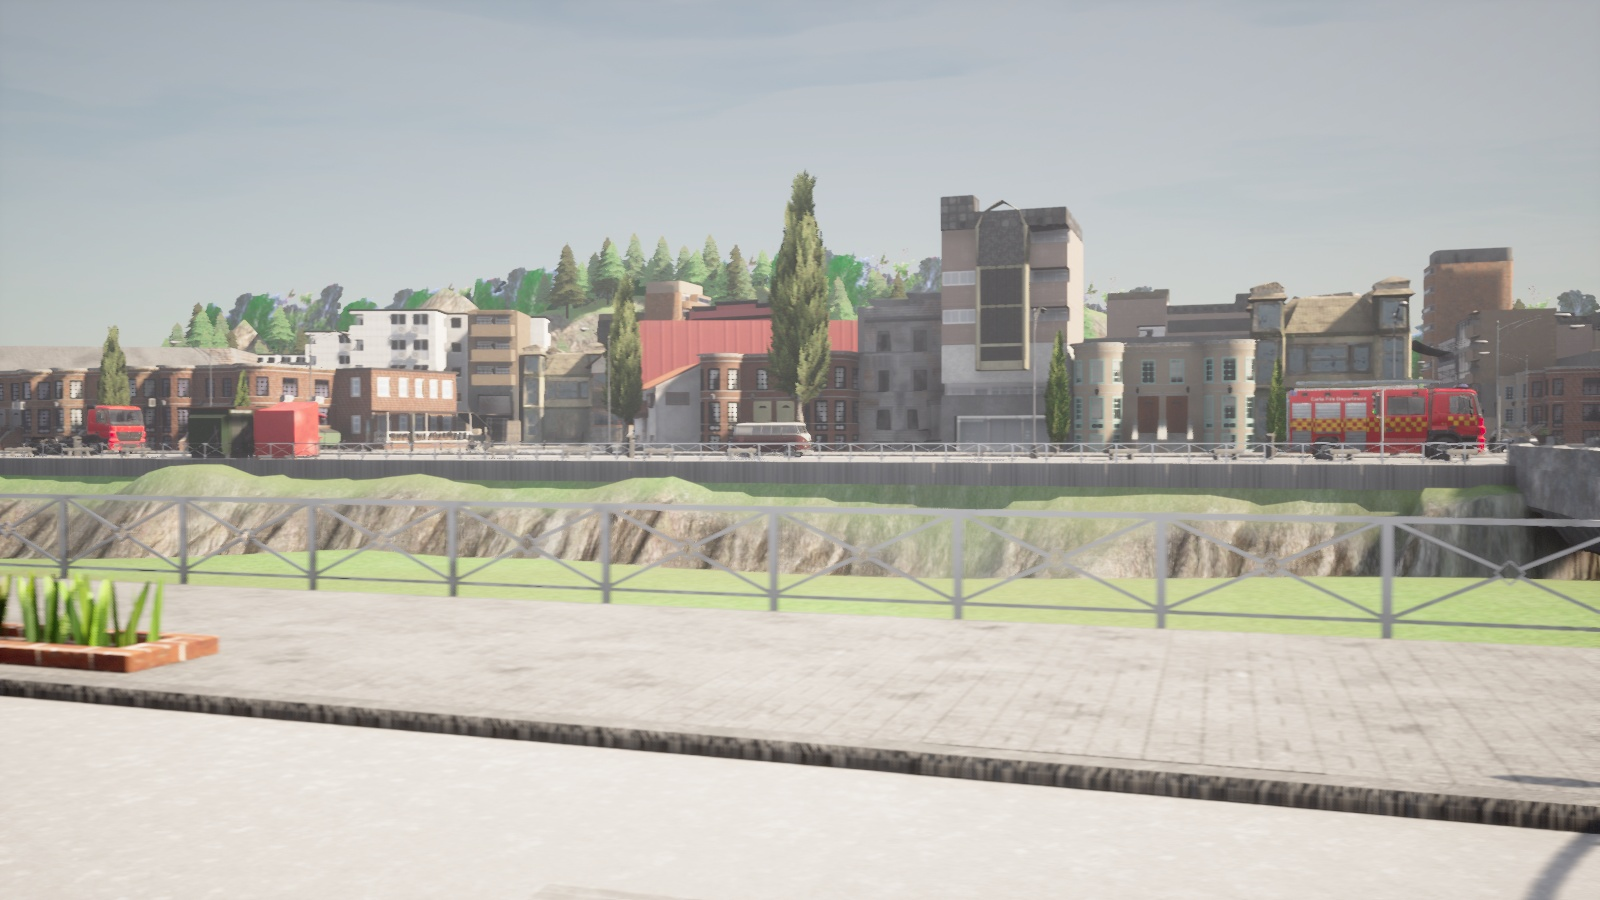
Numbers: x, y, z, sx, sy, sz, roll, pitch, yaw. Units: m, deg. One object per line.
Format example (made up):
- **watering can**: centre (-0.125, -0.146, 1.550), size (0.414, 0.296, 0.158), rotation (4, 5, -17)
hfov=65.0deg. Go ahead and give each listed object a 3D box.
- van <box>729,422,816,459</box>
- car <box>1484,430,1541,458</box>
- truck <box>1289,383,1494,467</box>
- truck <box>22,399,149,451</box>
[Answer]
- **van**: centre (-1.507, -0.537, 69.334), size (4.442, 1.987, 1.775), rotation (1, 1, 19)
- **car**: centre (44.534, -0.420, 78.563), size (2.242, 1.667, 4.611), rotation (1, 1, 19)
- **truck**: centre (27.801, -1.186, 59.490), size (8.468, 3.827, 2.891), rotation (1, 1, 18)
- **truck**: centre (-48.426, -1.700, 85.093), size (7.936, 3.462, 2.891), rotation (1, 1, 19)
